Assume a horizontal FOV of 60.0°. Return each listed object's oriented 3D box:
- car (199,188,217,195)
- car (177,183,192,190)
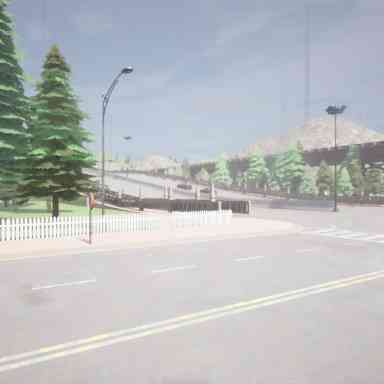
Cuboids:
[{"bbox_3d":[3.467,-0.204,70.502,1.812,1.442,4.674,0,7,-34],"label":"car"},{"bbox_3d":[-1.795,-1.376,78.239,2.128,1.511,4.902,0,7,-34],"label":"car"}]
